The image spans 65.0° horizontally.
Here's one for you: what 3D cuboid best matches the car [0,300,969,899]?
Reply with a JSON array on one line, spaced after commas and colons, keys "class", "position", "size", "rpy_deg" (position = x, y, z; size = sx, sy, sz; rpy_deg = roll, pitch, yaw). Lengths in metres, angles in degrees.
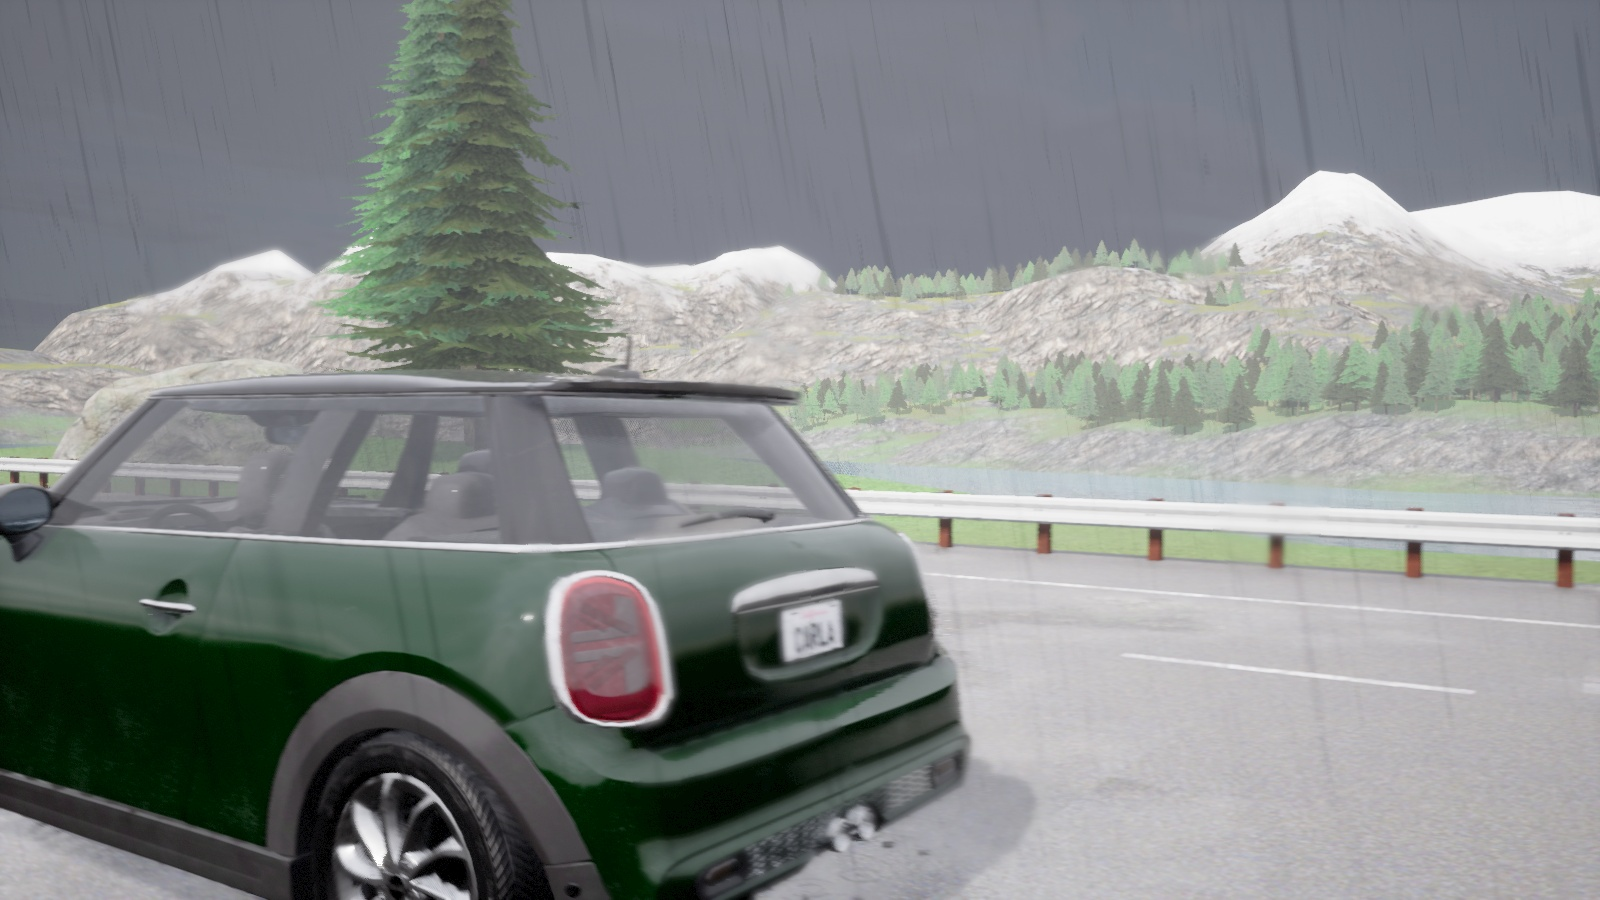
[{"class": "car", "position": [-1.880, 0.540, 4.870], "size": [4.553, 1.767, 2.097], "rpy_deg": [0, 1, 34]}]
